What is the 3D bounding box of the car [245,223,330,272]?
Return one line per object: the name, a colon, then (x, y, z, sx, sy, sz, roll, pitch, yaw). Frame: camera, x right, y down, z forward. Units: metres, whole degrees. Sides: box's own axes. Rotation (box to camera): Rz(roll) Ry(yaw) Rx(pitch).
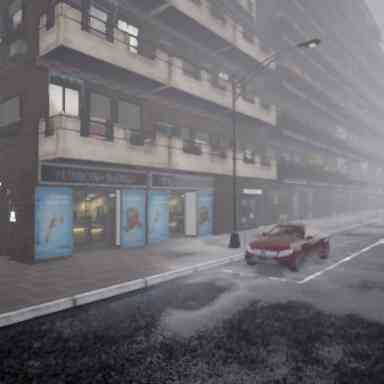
car: (3.450, 1.751, 11.464, 1.802, 1.307, 4.206, -1, -1, 40)
